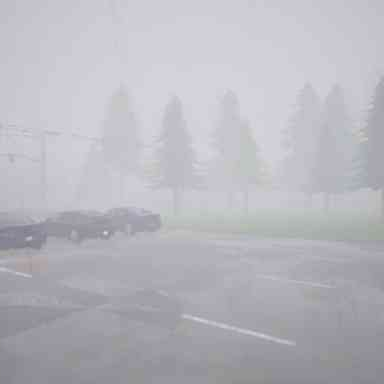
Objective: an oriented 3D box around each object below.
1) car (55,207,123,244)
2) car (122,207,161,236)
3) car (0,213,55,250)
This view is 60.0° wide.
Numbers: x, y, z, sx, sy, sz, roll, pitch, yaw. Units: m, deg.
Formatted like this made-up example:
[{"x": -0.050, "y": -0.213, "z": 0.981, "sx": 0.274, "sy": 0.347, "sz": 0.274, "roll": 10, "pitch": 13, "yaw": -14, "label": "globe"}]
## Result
[{"x": -5.951, "y": 1.643, "z": 16.710, "sx": 4.892, "sy": 1.490, "sz": 1.837, "roll": 0, "pitch": 0, "yaw": 36, "label": "car"}, {"x": -4.068, "y": 1.615, "z": 19.668, "sx": 5.008, "sy": 1.535, "sz": 1.882, "roll": 0, "pitch": 0, "yaw": 36, "label": "car"}, {"x": -8.134, "y": 1.615, "z": 13.971, "sx": 5.008, "sy": 1.535, "sz": 1.882, "roll": 0, "pitch": 0, "yaw": 36, "label": "car"}]
